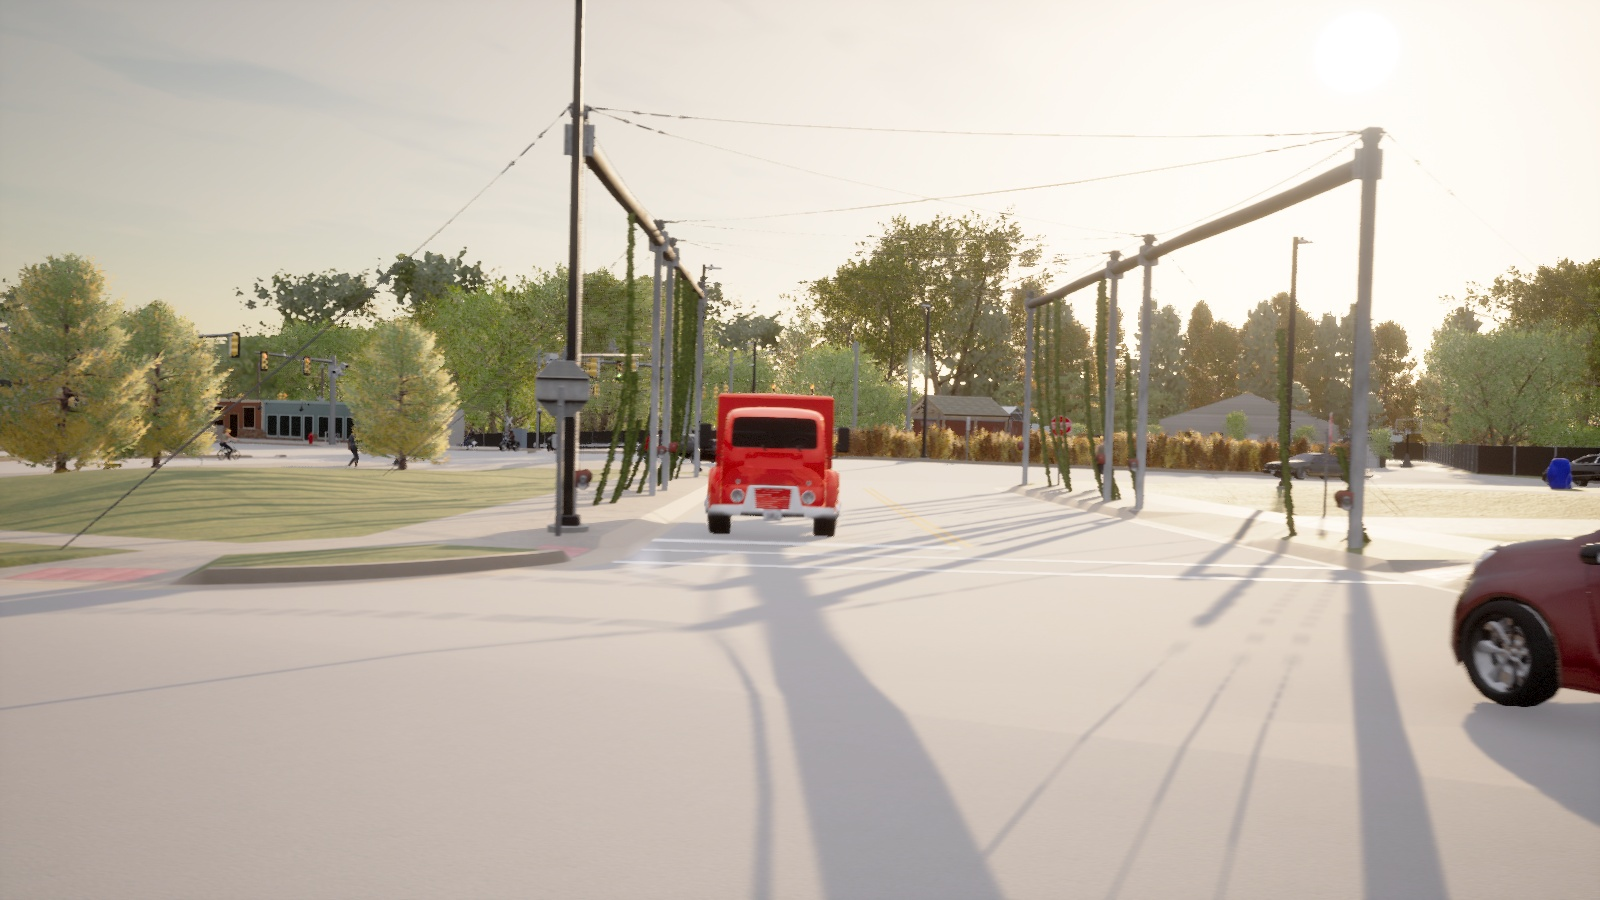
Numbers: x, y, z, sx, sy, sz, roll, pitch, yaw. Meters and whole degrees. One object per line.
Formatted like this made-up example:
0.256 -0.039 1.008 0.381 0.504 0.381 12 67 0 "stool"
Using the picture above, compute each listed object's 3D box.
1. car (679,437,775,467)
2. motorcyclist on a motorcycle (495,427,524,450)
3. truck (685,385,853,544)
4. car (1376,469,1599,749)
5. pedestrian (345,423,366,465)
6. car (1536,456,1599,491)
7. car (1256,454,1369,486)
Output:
-3.788 0.076 64.836 4.718 1.301 1.895 3 2 32 "car"
-21.609 -0.854 93.437 0.766 1.649 2.350 1 0 23 "motorcyclist on a motorcycle"
-0.532 0.230 22.888 2.627 2.467 5.204 2 0 -1 "truck"
5.393 0.921 6.966 1.845 1.501 3.633 2 0 -24 "car"
-19.906 -0.268 56.222 0.540 1.848 0.694 3 2 21 "pedestrian"
39.183 1.163 61.752 2.152 1.651 5.027 1 0 -17 "car"
26.507 1.039 64.893 5.357 1.411 2.033 3 1 -20 "car"
